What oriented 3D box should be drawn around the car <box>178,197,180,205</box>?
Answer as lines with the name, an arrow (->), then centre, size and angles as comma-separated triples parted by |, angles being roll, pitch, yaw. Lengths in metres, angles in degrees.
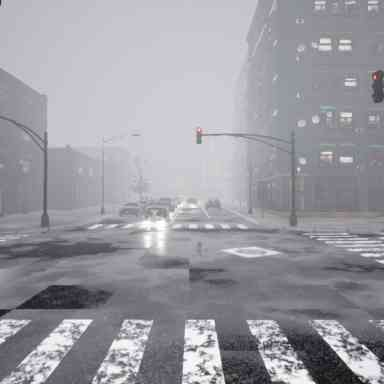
car -> -3.076, 1.540, 48.787 | 1.812, 1.442, 4.674 | 0, 0, 0

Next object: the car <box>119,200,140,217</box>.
car -> -5.743, 1.554, 31.797 | 1.887, 1.381, 4.507 | 1, 0, 0

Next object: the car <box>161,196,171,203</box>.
car -> -5.655, 1.604, 71.600 | 1.802, 1.307, 4.206 | 1, 0, 0

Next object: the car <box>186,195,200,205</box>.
car -> 0.019, 1.495, 59.466 | 1.882, 1.535, 5.008 | 0, 0, 0

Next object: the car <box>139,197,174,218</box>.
car -> -3.088, 1.500, 29.946 | 2.128, 1.511, 4.902 | 0, 0, 0

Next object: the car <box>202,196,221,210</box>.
car -> 2.719, 1.452, 43.225 | 1.967, 1.590, 4.097 | 1, 0, 0

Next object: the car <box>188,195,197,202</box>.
car -> 0.022, 1.378, 69.892 | 1.812, 1.442, 4.674 | 0, 0, 0

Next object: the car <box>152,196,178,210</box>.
car -> -3.084, 1.363, 38.964 | 2.097, 1.767, 4.553 | 0, 0, 0
